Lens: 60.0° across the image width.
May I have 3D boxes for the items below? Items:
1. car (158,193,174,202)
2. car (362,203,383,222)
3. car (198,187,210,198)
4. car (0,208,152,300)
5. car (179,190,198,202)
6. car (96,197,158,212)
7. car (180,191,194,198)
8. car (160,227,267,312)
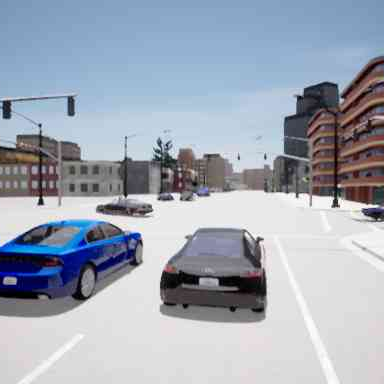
[{"bbox_3d":[-4.228,0.834,53.283,1.994,1.385,4.181,0,1,11],"label":"car"},{"bbox_3d":[14.400,1.382,22.749,4.718,1.301,1.895,0,1,12],"label":"car"},{"bbox_3d":[2.410,0.060,68.709,2.150,2.045,5.566,0,2,11],"label":"car"},{"bbox_3d":[-2.747,1.396,8.307,1.882,1.535,5.008,0,1,11],"label":"car"},{"bbox_3d":[-0.747,0.774,52.853,1.837,1.490,4.892,0,2,11],"label":"car"},{"bbox_3d":[-5.720,1.248,27.710,5.357,1.411,2.033,0,1,34],"label":"car"},{"bbox_3d":[-1.050,0.431,69.251,1.895,1.301,4.718,0,2,11],"label":"car"},{"bbox_3d":[0.690,1.489,7.662,1.994,1.385,4.181,0,1,12],"label":"car"}]
